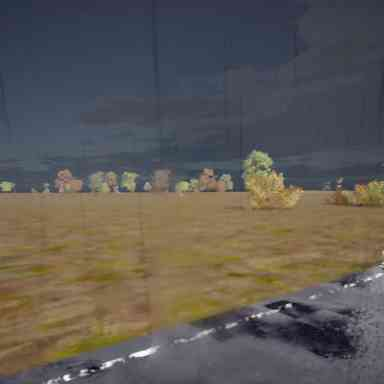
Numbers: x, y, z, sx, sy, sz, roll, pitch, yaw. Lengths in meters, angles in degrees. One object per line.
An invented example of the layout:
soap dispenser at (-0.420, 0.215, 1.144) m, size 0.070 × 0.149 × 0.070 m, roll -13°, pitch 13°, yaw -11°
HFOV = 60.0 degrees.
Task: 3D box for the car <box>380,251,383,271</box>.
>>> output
car at (6.711, 1.581, 8.520) m, size 4.718 × 1.301 × 1.895 m, roll 0°, pitch 0°, yaw -38°
